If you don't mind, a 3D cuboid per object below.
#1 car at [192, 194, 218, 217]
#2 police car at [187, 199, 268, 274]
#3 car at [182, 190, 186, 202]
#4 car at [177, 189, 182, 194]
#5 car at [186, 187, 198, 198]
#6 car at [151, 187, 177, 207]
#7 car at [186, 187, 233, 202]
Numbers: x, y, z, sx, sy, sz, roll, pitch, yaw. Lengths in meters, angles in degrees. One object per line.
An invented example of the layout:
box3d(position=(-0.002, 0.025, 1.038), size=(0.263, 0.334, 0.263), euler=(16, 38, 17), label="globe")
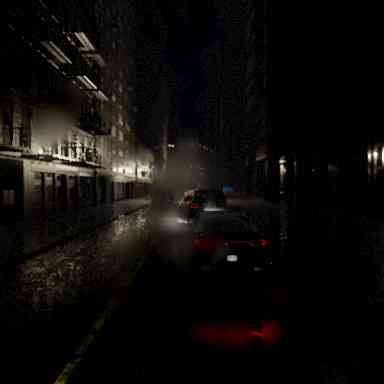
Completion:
box3d(position=(0.913, 0.996, 25.929), size=(1.837, 1.490, 4.892), euler=(0, 1, 0), label="car")
box3d(position=(0.904, 1.225, 10.039), size=(1.930, 1.638, 5.238), euler=(0, 1, 0), label="police car")
box3d(position=(0.048, 0.458, 46.496), size=(2.097, 1.767, 4.553), euler=(0, 1, 1), label="car")
box3d(position=(-2.963, -0.074, 77.668), size=(1.812, 1.442, 4.674), euler=(0, 1, 0), label="car")
box3d(position=(0.029, 0.061, 61.029), size=(2.150, 2.045, 5.566), euler=(0, 1, 0), label="car")
box3d(position=(-3.080, 0.518, 36.181), size=(2.150, 2.045, 5.566), euler=(0, 1, 0), label="car")
box3d(position=(0.910, 0.831, 19.954), size=(2.150, 2.045, 5.566), euler=(0, 1, 0), label="car")
